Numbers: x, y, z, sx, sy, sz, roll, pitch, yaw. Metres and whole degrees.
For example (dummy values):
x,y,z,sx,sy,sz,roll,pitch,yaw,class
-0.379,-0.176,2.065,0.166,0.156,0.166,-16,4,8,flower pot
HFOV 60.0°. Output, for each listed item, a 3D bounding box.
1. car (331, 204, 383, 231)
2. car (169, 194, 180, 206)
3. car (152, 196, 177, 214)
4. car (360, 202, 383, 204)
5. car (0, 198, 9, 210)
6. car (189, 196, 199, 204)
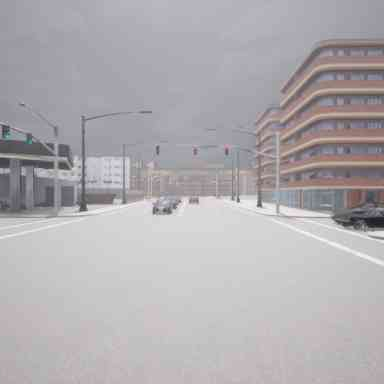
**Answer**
x,y,z,sx,sy,sz,roll,pitch,yaw,class
11.325,1.601,20.201,4.718,1.301,1.895,0,0,0,car
-3.133,1.352,44.948,2.097,1.767,4.553,0,0,0,car
-3.076,1.491,35.230,2.128,1.511,4.902,0,0,0,car
12.526,1.505,23.701,4.892,1.490,1.837,0,0,1,car
-23.943,1.456,39.422,3.806,1.475,1.970,0,0,1,car
0.345,1.491,63.731,2.128,1.511,4.902,0,0,0,car
